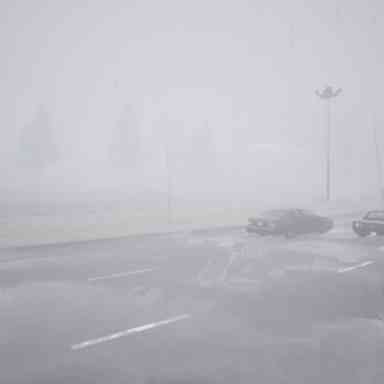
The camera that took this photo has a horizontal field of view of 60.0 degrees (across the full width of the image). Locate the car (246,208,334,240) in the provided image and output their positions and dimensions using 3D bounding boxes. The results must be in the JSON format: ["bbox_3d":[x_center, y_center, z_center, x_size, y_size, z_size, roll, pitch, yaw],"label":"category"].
[{"bbox_3d":[5.010,1.491,16.676,5.357,1.411,2.033,0,0,-40],"label":"car"}]

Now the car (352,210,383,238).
[{"bbox_3d":[9.653,1.525,16.038,4.718,1.301,1.895,0,0,-41],"label":"car"}]
